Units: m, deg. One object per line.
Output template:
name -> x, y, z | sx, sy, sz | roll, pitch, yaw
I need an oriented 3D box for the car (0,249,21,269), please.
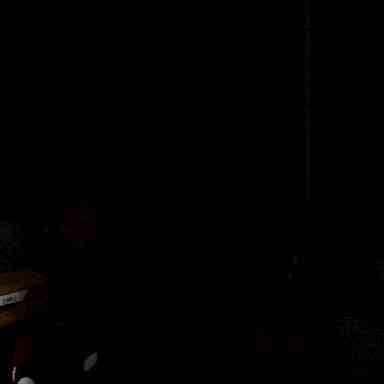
car -> -4.519, 1.514, 6.186 | 4.829, 1.417, 1.752 | 0, 0, 36

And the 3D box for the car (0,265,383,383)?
car -> 0.210, 1.543, 2.811 | 4.507, 1.381, 1.887 | 0, 0, 36

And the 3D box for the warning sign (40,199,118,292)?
warning sign -> -2.571, 1.105, 7.634 | 1.060, 1.860, 1.300 | 0, 0, 36
